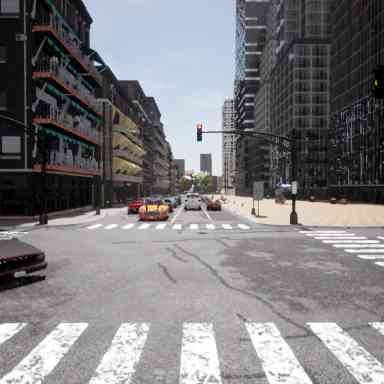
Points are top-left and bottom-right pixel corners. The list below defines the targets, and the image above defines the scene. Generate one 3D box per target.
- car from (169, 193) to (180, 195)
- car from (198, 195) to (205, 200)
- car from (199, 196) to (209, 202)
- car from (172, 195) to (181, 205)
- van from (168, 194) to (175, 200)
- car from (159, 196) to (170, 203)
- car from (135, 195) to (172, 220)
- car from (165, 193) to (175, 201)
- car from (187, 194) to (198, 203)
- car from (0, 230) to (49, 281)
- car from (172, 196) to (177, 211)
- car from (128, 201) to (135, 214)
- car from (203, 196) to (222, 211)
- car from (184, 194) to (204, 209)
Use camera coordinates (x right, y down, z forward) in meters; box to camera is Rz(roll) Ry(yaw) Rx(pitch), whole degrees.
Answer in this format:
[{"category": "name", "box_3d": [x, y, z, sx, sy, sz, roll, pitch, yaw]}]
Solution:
[{"category": "car", "box_3d": [-3.031, 1.220, 58.283, 2.150, 2.045, 5.566, 0, 0, 1]}, {"category": "car", "box_3d": [2.675, 1.535, 92.099, 1.752, 1.417, 4.829, -1, 0, 0]}, {"category": "car", "box_3d": [2.670, 1.548, 74.982, 1.887, 1.381, 4.507, -1, 0, 0]}, {"category": "car", "box_3d": [-3.077, 1.544, 47.965, 2.033, 1.411, 5.357, 0, 0, 0]}, {"category": "van", "box_3d": [-5.675, 1.350, 91.873, 1.690, 1.788, 3.998, -1, 0, 0]}, {"category": "car", "box_3d": [-5.679, 1.584, 69.278, 1.802, 1.307, 4.206, -1, 0, 0]}, {"category": "car", "box_3d": [-3.090, 1.348, 27.640, 2.097, 1.767, 4.553, 0, 0, 0]}, {"category": "car", "box_3d": [-5.677, 1.322, 86.225, 2.192, 1.841, 5.009, -1, 0, 0]}, {"category": "car", "box_3d": [0.123, 1.353, 68.314, 2.097, 1.767, 4.553, 0, 0, 0]}, {"category": "car", "box_3d": [-6.522, 1.611, 9.493, 5.357, 1.411, 2.033, 0, 1, 30]}, {"category": "car", "box_3d": [-3.085, 1.501, 37.637, 1.837, 1.490, 4.892, 0, 0, 0]}, {"category": "car", "box_3d": [-5.689, 1.540, 35.384, 1.887, 1.381, 4.507, -1, 0, 0]}, {"category": "car", "box_3d": [2.659, 1.540, 41.088, 1.887, 1.381, 4.507, -1, 0, 0]}, {"category": "car", "box_3d": [0.115, 1.219, 44.789, 2.150, 2.045, 5.566, 0, 0, 0]}]
